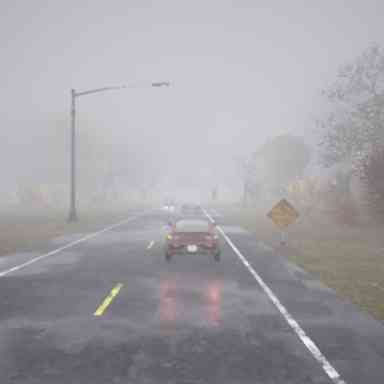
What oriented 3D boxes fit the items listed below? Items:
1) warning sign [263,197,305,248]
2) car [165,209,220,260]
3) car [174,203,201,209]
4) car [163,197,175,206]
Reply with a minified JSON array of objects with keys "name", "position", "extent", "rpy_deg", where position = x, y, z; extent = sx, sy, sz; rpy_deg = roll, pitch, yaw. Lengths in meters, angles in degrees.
[{"name":"warning sign","position":[3.551,1.155,12.978],"extent":[1.300,1.860,1.060],"rpy_deg":[1,1,0]},{"name":"car","position":[0.028,1.564,12.399],"extent":[1.812,1.442,4.674],"rpy_deg":[0,-1,0]},{"name":"car","position":[-0.041,1.625,25.415],"extent":[2.033,1.411,5.357],"rpy_deg":[0,0,0]},{"name":"car","position":[-3.901,1.671,57.723],"extent":[2.128,1.511,4.902],"rpy_deg":[0,0,0]}]
